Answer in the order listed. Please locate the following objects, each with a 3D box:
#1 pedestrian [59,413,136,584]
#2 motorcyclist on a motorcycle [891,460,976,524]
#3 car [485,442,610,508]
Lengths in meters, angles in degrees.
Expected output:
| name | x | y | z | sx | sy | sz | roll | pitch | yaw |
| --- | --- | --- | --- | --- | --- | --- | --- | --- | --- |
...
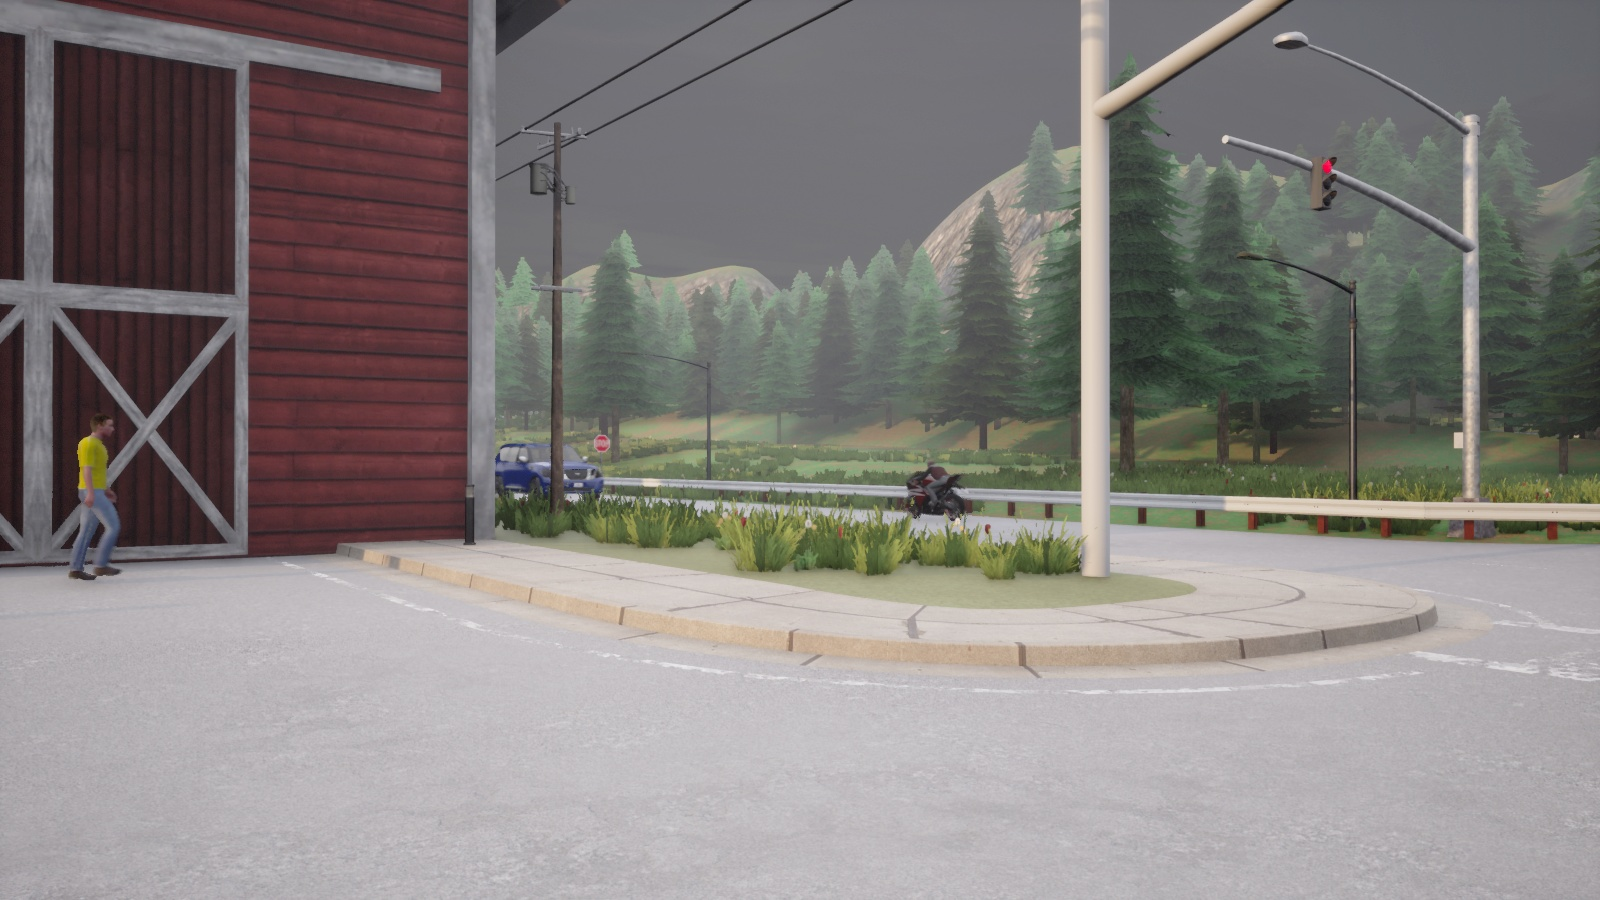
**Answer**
| name | x | y | z | sx | sy | sz | roll | pitch | yaw |
| --- | --- | --- | --- | --- | --- | --- | --- | --- | --- |
| pedestrian | -7.693 | 0.518 | 13.763 | 0.706 | 1.836 | 0.354 | 0 | 0 | -25 |
| motorcyclist on a motorcycle | 3.259 | 1.003 | 30.905 | 0.866 | 1.530 | 2.191 | 0 | 0 | -34 |
| car | -8.586 | 0.809 | 42.304 | 2.150 | 2.045 | 5.566 | 0 | 0 | -34 |
